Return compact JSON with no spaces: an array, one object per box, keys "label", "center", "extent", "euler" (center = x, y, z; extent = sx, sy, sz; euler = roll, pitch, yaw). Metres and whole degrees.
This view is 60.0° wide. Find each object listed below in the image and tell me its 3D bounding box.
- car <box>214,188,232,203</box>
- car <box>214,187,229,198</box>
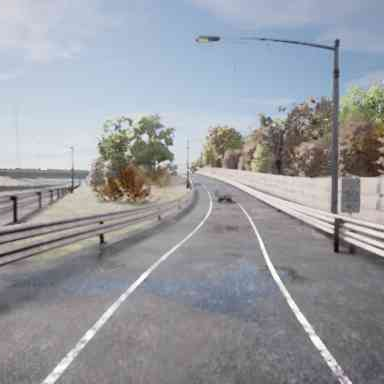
[{"label":"car","center":[4.366,0.643,44.929],"extent":[1.837,1.490,4.892],"euler":[1,3,2]},{"label":"car","center":[4.755,0.004,54.984],"extent":[2.033,1.411,5.357],"euler":[1,4,1]}]
